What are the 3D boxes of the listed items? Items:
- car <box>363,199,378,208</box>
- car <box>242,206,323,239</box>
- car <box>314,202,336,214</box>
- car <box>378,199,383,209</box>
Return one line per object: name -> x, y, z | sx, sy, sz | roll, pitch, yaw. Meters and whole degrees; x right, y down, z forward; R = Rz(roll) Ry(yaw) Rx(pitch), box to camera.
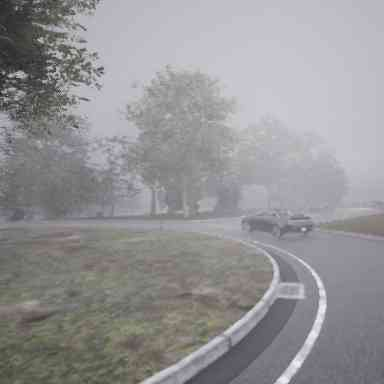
car -> 30.346, 1.874, 55.832 | 2.128, 1.511, 4.902 | -1, -1, 44
car -> 4.647, 1.692, 18.874 | 2.128, 1.511, 4.902 | 0, -1, -23
car -> 16.059, 1.959, 41.139 | 1.895, 1.301, 4.718 | -1, -1, 44
car -> 30.728, 1.792, 51.107 | 1.882, 1.535, 5.008 | -1, -1, 44
